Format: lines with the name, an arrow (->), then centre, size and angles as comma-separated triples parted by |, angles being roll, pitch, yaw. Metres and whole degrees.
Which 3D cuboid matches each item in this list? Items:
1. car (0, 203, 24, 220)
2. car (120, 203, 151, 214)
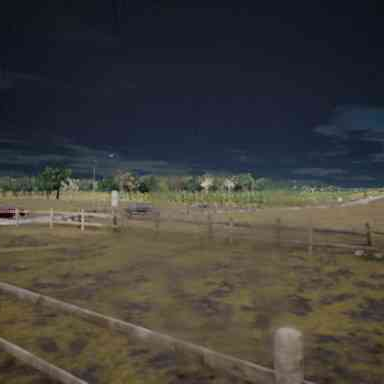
car -> -18.380, 1.841, 31.070 | 1.882, 1.535, 5.008 | 1, -1, 35
car -> -7.817, 2.287, 45.998 | 1.837, 1.490, 4.892 | 1, -1, 35
